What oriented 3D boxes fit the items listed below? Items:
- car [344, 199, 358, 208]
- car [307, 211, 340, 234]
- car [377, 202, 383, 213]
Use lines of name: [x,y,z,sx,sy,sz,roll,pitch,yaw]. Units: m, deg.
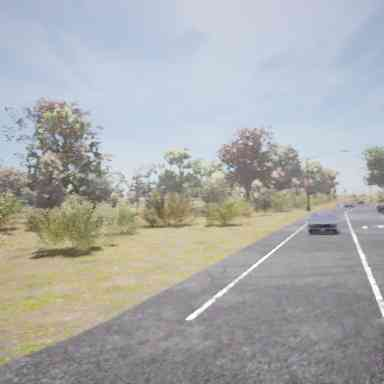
car: [34.821,2.773,73.535,2.033,1.411,5.357,-3,-2,30]
car: [9.126,2.025,23.058,2.033,1.411,5.357,-3,-2,23]
car: [27.827,2.146,47.969,2.128,1.511,4.902,-3,-2,24]
